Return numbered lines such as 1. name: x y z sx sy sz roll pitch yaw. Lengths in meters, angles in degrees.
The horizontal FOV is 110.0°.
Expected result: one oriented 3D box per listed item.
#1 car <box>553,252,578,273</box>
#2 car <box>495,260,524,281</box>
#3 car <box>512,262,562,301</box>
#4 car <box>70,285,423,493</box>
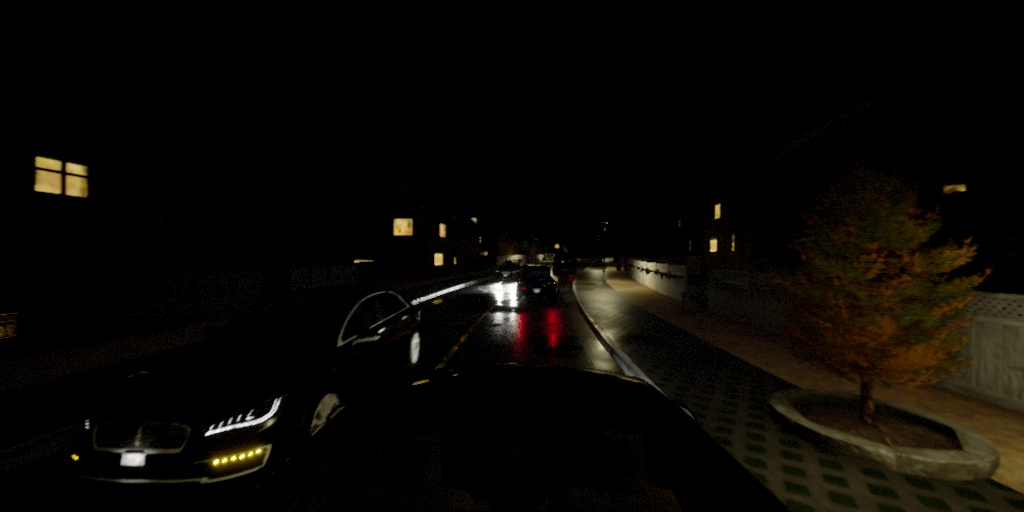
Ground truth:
1. car: 5.624 0.614 37.531 2.150 2.045 5.566 0 1 15
2. car: 0.044 1.040 27.174 2.128 1.511 4.902 0 1 12
3. car: 1.283 1.196 16.791 1.812 1.442 4.674 0 1 7
4. car: -2.670 1.235 5.044 1.837 1.490 4.892 0 0 2
